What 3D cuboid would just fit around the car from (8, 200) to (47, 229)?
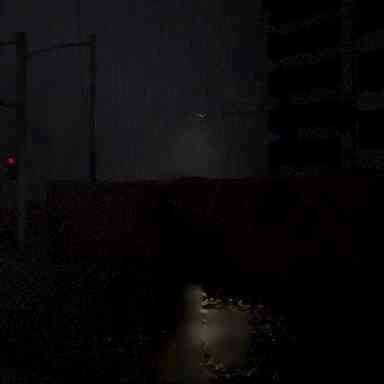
[{"bbox_3d":[-9.502,1.330,22.012,2.097,1.767,4.553,0,0,36],"label":"car"}]
